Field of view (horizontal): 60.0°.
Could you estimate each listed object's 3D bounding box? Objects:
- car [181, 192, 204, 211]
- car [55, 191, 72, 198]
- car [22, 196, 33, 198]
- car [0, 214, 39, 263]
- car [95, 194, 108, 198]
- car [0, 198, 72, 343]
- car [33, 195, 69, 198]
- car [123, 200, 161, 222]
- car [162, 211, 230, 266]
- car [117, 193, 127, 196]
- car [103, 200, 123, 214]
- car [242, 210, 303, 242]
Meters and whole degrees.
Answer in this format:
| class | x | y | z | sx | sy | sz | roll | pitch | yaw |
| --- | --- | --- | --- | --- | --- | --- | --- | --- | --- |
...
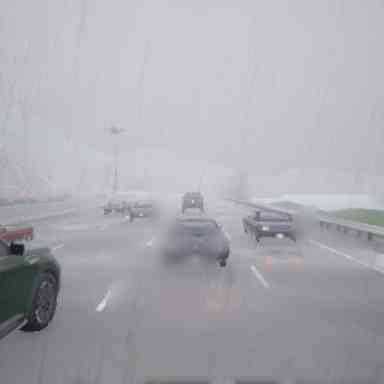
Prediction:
| class | x | y | z | sx | sy | sz | roll | pitch | yaw |
| --- | --- | --- | --- | --- | --- | --- | --- | --- | --- |
| car | 0.101 | 0.996 | 34.474 | 2.150 | 2.045 | 5.566 | 0 | 0 | 0 |
| car | -28.000 | 0.750 | 72.568 | 2.150 | 2.045 | 5.566 | 0 | 0 | 0 |
| car | -24.558 | 1.279 | 49.597 | 1.895 | 1.301 | 4.718 | 0 | 0 | 1 |
| car | -6.894 | 1.532 | 10.540 | 1.895 | 1.301 | 4.718 | 0 | 0 | 0 |
| car | -20.989 | 1.077 | 76.883 | 1.895 | 1.301 | 4.718 | 0 | 0 | 0 |
| car | -3.401 | 1.198 | 3.588 | 2.150 | 2.045 | 5.566 | 0 | 0 | 0 |
| car | -17.583 | 1.330 | 41.713 | 1.895 | 1.301 | 4.718 | 0 | 0 | 0 |
| car | -3.400 | 1.330 | 24.731 | 2.128 | 1.511 | 4.902 | 0 | 0 | 0 |
| car | 0.100 | 1.527 | 11.232 | 1.895 | 1.301 | 4.718 | 0 | 0 | 0 |
| car | -17.434 | 0.965 | 82.512 | 2.128 | 1.511 | 4.902 | 0 | 0 | 1 |
| car | -6.899 | 1.396 | 31.462 | 1.895 | 1.301 | 4.718 | 0 | 0 | 0 |
| car | 3.600 | 1.497 | 15.810 | 1.895 | 1.301 | 4.718 | 0 | 0 | 0 |
